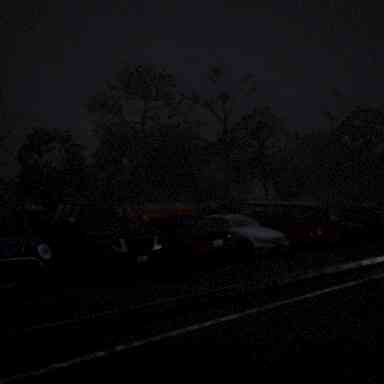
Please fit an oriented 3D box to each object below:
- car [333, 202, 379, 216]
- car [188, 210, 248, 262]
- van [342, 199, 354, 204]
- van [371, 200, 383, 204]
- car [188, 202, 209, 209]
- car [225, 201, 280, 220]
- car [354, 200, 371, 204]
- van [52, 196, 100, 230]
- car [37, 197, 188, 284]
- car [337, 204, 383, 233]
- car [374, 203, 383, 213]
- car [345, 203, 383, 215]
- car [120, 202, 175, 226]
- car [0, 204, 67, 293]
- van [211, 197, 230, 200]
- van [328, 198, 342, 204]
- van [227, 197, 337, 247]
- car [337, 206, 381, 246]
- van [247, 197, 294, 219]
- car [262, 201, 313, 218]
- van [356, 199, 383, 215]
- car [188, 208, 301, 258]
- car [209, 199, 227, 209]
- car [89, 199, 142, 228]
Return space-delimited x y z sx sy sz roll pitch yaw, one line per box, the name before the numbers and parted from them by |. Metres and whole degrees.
car | 21.355 2.165 43.504 2.097 1.535 5.008 2 -1 -35
car | -0.562 1.571 11.889 2.163 1.488 4.792 1 0 -35
van | 16.676 1.781 40.323 1.878 1.987 4.442 2 -1 -35
van | 15.355 1.546 23.041 1.878 1.987 4.442 1 0 -35
car | -1.191 1.641 27.454 2.097 1.535 5.008 1 0 -35
car | 5.684 1.737 32.128 1.946 1.575 5.366 1 0 -35
car | 19.017 1.833 41.812 2.435 2.045 5.566 2 -1 -35
van | -8.029 1.317 22.735 1.878 1.987 4.442 1 0 -35
car | -2.787 1.257 10.233 2.435 2.045 5.566 1 0 -35
car | 10.779 1.735 19.889 2.163 1.488 4.792 1 0 -35
car | 30.379 2.475 49.928 2.097 1.535 5.008 2 -1 -35
car | 23.609 2.283 45.113 2.002 1.452 4.674 2 -1 -35
car | -3.550 1.607 25.775 2.097 1.535 5.008 1 0 -35
car | -5.081 1.353 8.674 2.185 1.767 4.553 1 0 -35
van | 3.254 1.481 30.768 1.878 1.987 4.442 1 0 -35
van | 14.522 1.707 38.790 1.878 1.987 4.442 2 -1 -35
van | 3.913 1.381 15.181 1.878 1.987 4.442 1 0 -35
car | 6.237 1.640 16.699 2.097 1.535 5.008 1 0 -35
van | 7.902 1.547 33.790 1.878 1.987 4.442 1 0 -35
car | 10.085 1.806 35.494 2.097 1.535 5.008 1 0 -35
van | 25.700 2.091 46.747 1.878 1.987 4.442 2 -1 -35
car | 1.715 1.614 13.476 2.002 1.452 4.674 1 0 -35
car | 1.066 1.675 29.060 2.231 1.521 4.892 1 0 -35
car | -5.688 1.450 24.220 2.185 1.767 4.553 1 0 -35
